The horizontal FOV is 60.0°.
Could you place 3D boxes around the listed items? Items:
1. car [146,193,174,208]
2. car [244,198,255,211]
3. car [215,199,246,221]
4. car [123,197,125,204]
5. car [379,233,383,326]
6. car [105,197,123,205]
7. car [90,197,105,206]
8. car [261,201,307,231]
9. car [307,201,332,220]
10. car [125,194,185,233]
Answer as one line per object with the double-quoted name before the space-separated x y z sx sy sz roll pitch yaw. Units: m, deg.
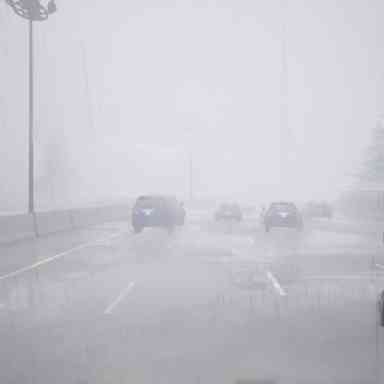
"car" -4.841 1.255 50.941 2.150 2.045 5.566 0 0 20
"car" 6.463 1.506 40.094 1.812 1.442 4.674 0 0 17
"car" 3.035 1.549 26.778 1.994 1.385 4.181 0 0 11
"car" -8.235 1.489 51.841 1.837 1.490 4.892 0 0 20
"car" 3.742 1.490 3.145 2.128 1.511 4.902 0 0 1
"car" -11.410 1.514 53.361 1.837 1.490 4.892 0 0 20
"car" -14.728 1.545 54.475 1.994 1.385 4.181 0 0 20
"car" 5.450 1.341 20.591 2.097 1.767 4.553 0 0 9
"car" 10.421 1.477 27.832 2.128 1.511 4.902 0 0 13
"car" -1.822 1.212 19.605 2.150 2.045 5.566 0 0 8
